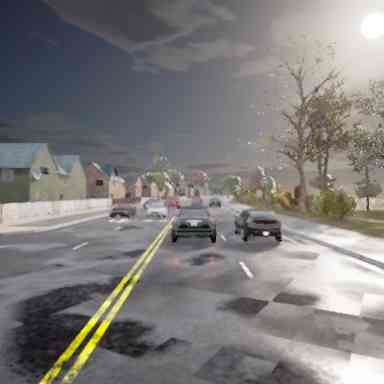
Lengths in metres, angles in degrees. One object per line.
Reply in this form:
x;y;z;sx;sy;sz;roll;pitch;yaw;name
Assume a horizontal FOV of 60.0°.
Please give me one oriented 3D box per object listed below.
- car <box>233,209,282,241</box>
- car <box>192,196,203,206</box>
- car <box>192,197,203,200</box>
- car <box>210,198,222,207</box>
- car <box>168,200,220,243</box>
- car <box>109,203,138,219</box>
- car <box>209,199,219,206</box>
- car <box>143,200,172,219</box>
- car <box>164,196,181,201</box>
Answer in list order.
3.349;1.636;17.462;1.837;1.490;4.892;0;0;0;car
1.166;1.815;67.860;2.097;1.767;4.553;0;0;3;car
0.794;1.960;58.082;2.033;1.411;5.357;0;0;3;car
4.048;1.762;58.053;2.097;1.767;4.553;0;0;3;car
0.098;1.481;17.105;2.097;1.767;4.553;0;0;0;car
-6.527;1.787;32.200;2.033;1.411;5.357;0;0;1;car
4.415;2.059;67.758;1.895;1.301;4.718;0;0;3;car
-3.273;1.761;31.785;1.812;1.442;4.674;0;0;1;car
-2.878;1.586;49.953;2.150;2.045;5.566;0;-1;2;car
